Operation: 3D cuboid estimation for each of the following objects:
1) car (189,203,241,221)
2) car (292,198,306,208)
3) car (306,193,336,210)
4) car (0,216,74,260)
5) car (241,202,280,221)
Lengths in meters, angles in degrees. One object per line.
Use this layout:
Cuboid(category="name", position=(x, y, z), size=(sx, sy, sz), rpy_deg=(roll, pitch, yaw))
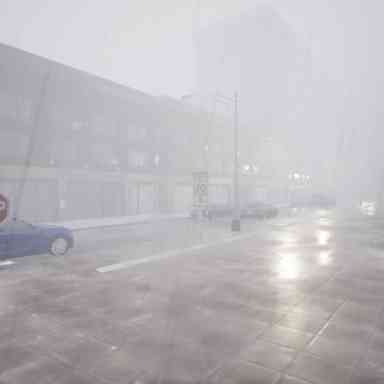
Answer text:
Cuboid(category="car", position=(1.818, 1.542, 26.946), size=(1.895, 1.301, 4.718), rpy_deg=(0, 0, 36))
Cuboid(category="car", position=(15.233, 1.469, 45.446), size=(1.994, 1.385, 4.181), rpy_deg=(0, 0, 36))
Cuboid(category="car", position=(16.945, 1.135, 42.935), size=(2.150, 2.045, 5.566), rpy_deg=(0, 0, 36))
Cuboid(category="car", position=(-6.243, 1.461, 10.676), size=(1.882, 1.535, 5.008), rpy_deg=(0, 0, 36))
Cuboid(category="car", position=(5.598, 1.510, 27.152), size=(1.994, 1.385, 4.181), rpy_deg=(0, 0, 36))
